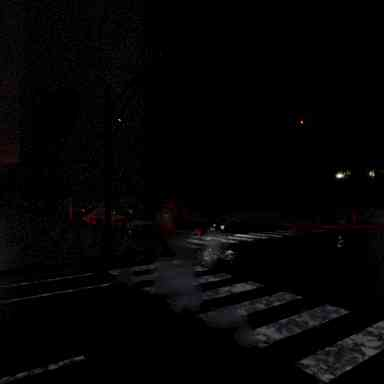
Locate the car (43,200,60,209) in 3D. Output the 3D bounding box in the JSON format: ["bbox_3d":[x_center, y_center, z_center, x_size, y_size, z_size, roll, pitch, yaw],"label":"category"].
[{"bbox_3d":[-26.887,2.387,63.523,1.837,1.490,4.892,0,-1,-35],"label":"car"}]

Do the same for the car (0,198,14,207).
[{"bbox_3d":[-41.294,2.667,73.662,1.887,1.381,4.507,-1,0,-35],"label":"car"}]

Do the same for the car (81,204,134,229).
[{"bbox_3d":[-6.279,1.844,24.381,1.752,1.417,4.829,-1,0,-35],"label":"car"}]

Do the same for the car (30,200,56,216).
[{"bbox_3d":[-17.701,1.901,40.451,2.192,1.841,5.009,-1,0,-35],"label":"car"}]

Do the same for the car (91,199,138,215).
[{"bbox_3d":[-7.118,1.729,30.181,2.097,1.767,4.553,0,-1,-35],"label":"car"}]

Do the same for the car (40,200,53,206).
[{"bbox_3d":[-34.749,2.661,79.170,1.947,1.339,4.313,-1,0,-35],"label":"car"}]

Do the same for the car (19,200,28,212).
[{"bbox_3d":[-23.358,2.157,48.416,1.967,1.590,4.097,-1,0,-35],"label":"car"}]

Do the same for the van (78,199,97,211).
[{"bbox_3d":[-17.074,2.038,54.352,1.690,1.788,3.998,-1,0,-35],"label":"van"}]

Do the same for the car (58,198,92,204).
[{"bbox_3d":[-13.764,1.755,39.550,2.150,2.045,5.566,0,-1,-35],"label":"car"}]

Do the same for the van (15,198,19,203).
[{"bbox_3d":[-26.190,2.123,52.399,1.690,1.788,3.998,-1,0,-35],"label":"van"}]

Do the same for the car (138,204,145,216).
[{"bbox_3d":[-5.302,2.005,37.751,1.802,1.307,4.206,-1,0,-35],"label":"car"}]

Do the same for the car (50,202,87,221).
[{"bbox_3d":[-12.036,2.004,32.485,2.008,1.369,4.403,-1,0,-35],"label":"car"}]

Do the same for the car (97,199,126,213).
[{"bbox_3d":[-11.191,1.876,46.051,2.192,1.841,5.009,-1,0,-35],"label":"car"}]

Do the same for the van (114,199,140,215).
[{"bbox_3d":[-8.249,1.833,41.901,1.690,1.788,3.998,-1,0,-35],"label":"van"}]

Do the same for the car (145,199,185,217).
[{"bbox_3d":[-2.366,1.669,33.601,2.192,1.841,5.009,-1,0,-35],"label":"car"}]

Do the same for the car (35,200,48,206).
[{"bbox_3d":[-37.762,2.711,83.411,2.008,1.369,4.403,-1,0,-35],"label":"car"}]

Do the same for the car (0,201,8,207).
[{"bbox_3d":[-44.407,2.771,78.045,1.802,1.307,4.206,-1,0,-35],"label":"car"}]

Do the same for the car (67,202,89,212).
[{"bbox_3d":[-17.156,2.223,49.828,1.994,1.385,4.181,0,-1,-35],"label":"car"}]

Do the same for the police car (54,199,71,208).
[{"bbox_3d":[-25.460,2.308,65.428,1.930,1.638,5.238,0,-1,-35],"label":"police car"}]

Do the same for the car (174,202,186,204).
[{"bbox_3d":[0.581,1.829,29.450,1.887,1.381,4.507,-1,0,-35],"label":"car"}]

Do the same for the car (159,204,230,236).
[{"bbox_3d":[0.220,1.712,19.988,1.837,1.490,4.892,0,-1,-36],"label":"car"}]

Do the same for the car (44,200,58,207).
[{"bbox_3d":[-31.735,2.596,74.929,1.947,1.339,4.313,-1,0,-35],"label":"car"}]

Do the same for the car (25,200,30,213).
[{"bbox_3d":[-20.526,2.196,44.434,1.887,1.381,4.507,-1,0,-35],"label":"car"}]
